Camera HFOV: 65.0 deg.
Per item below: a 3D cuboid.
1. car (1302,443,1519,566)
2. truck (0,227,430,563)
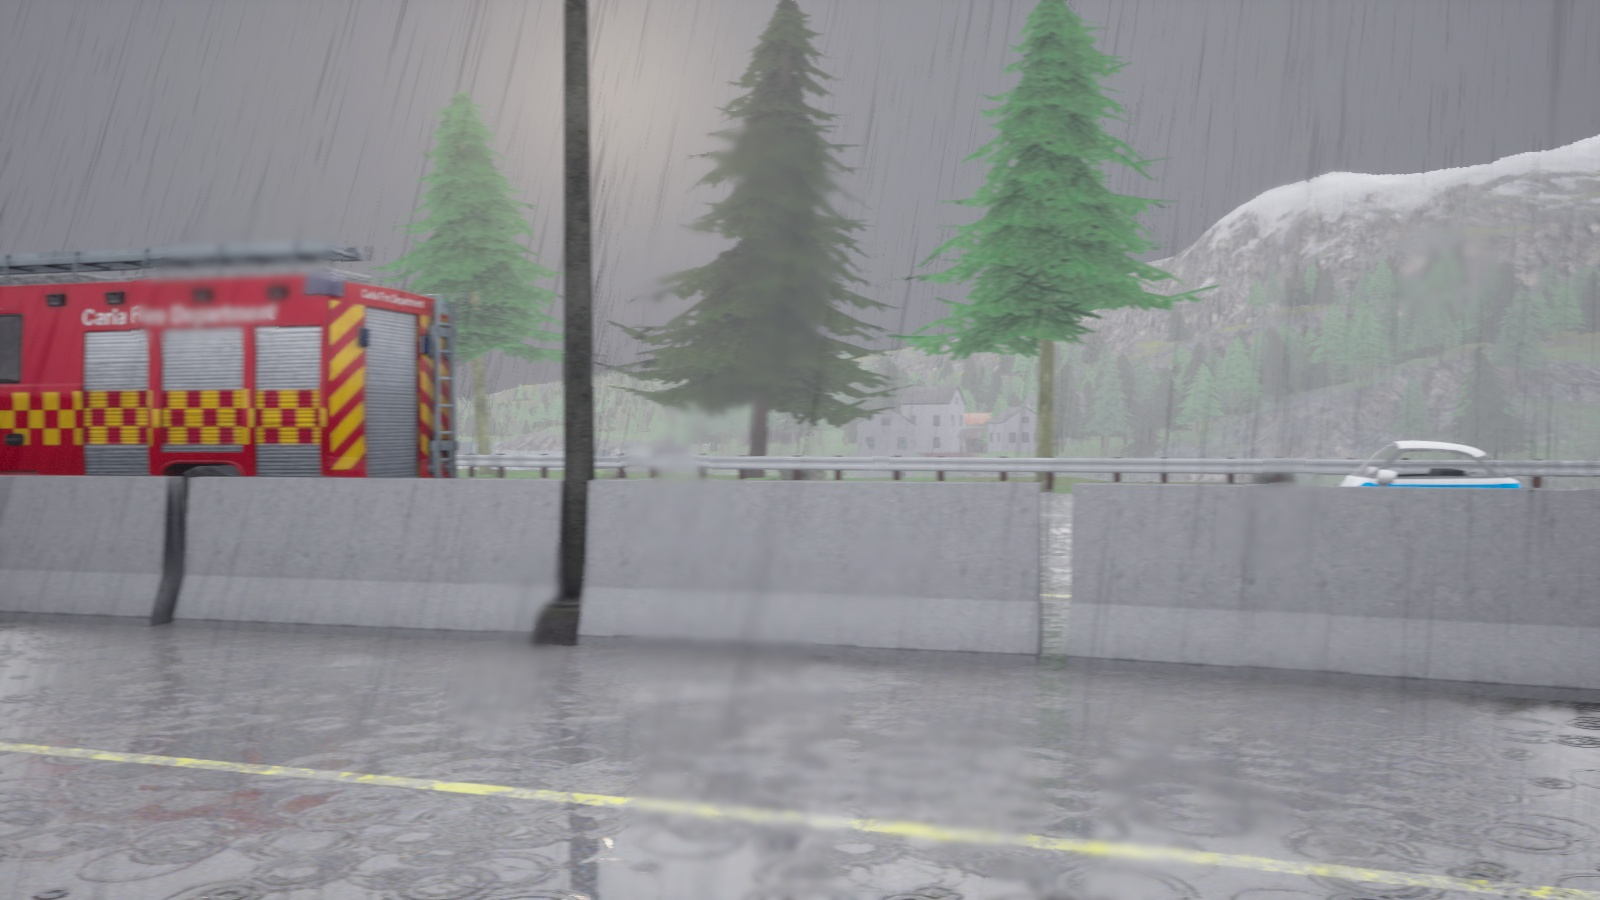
[{"bbox_3d":[7.415,0.621,15.436,2.207,1.376,1.481,1,1,19],"label":"car"},{"bbox_3d":[-9.513,-0.675,16.740,8.468,3.827,2.891,0,1,14],"label":"truck"}]
